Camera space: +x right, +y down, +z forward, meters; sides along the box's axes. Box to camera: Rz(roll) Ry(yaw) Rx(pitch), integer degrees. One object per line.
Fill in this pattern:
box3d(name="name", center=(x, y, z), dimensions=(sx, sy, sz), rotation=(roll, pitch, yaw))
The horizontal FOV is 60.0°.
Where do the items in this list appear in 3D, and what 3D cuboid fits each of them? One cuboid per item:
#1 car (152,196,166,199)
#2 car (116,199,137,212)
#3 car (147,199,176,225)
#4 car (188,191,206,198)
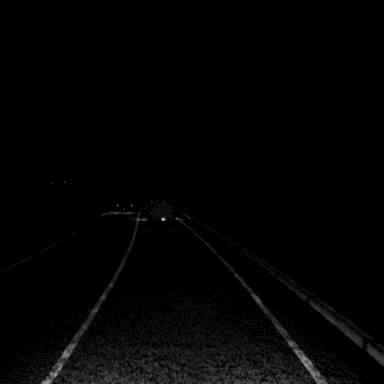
box3d(name="car", center=(-4.056, 1.233, 41.323), dimensions=(2.097, 1.767, 4.553), rotation=(0, 0, -2))
box3d(name="car", center=(-7.307, 1.496, 37.382), dimensions=(1.895, 1.301, 4.718), rotation=(0, 0, -4))
box3d(name="car", center=(-2.173, 1.517, 23.716), dimensions=(1.812, 1.442, 4.674), rotation=(1, 0, -8))
box3d(name="car", center=(1.255, 0.841, 77.005), dimensions=(2.150, 2.045, 5.566), rotation=(-3, -1, 31))
